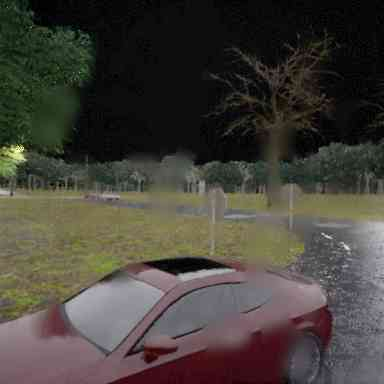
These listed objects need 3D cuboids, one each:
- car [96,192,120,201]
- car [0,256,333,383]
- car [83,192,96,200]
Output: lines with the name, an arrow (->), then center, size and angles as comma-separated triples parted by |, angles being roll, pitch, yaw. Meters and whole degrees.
car -> -13.348, 0.739, 53.642 | 1.895, 1.301, 4.718 | 2, -1, -34
car -> -0.315, 1.526, 3.641 | 4.674, 1.442, 1.812 | 0, 0, -35
car -> -18.092, 0.706, 60.190 | 1.895, 1.301, 4.718 | 2, -1, -36
